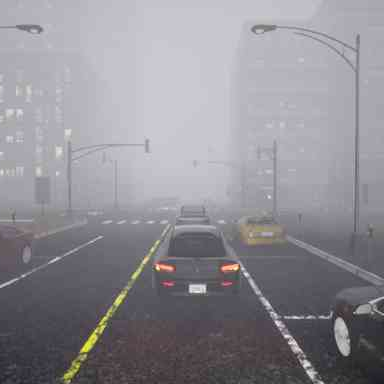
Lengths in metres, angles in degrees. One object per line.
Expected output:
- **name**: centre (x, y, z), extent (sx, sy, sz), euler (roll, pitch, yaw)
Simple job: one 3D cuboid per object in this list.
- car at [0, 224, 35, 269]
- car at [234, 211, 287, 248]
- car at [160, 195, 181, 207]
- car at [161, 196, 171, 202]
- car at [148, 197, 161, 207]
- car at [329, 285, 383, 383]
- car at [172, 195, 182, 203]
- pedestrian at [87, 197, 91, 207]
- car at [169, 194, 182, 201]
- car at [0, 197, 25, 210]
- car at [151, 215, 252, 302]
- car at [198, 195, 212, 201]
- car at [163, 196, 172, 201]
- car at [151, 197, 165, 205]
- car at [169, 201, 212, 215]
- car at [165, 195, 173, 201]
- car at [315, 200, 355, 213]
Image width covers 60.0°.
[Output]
- **car**: centre (-5.849, 1.542, 8.787), extent (1.887, 1.381, 4.507), euler (-1, 0, 0)
- **car**: centre (2.778, 1.521, 14.561), extent (1.752, 1.417, 4.829), euler (-1, 0, 0)
- **car**: centre (-3.194, 1.536, 50.397), extent (2.033, 1.411, 5.357), euler (0, 0, 0)
- **car**: centre (-5.854, 1.531, 74.946), extent (1.887, 1.381, 4.507), euler (-1, 0, 0)
- **car**: centre (-5.808, 1.514, 52.159), extent (1.752, 1.417, 4.829), euler (-1, 0, 0)
- **car**: centre (2.802, 1.550, 3.102), extent (2.008, 1.369, 4.403), euler (-1, 0, 0)
- **car**: centre (-3.142, 1.487, 70.545), extent (1.837, 1.490, 4.892), euler (0, 0, 0)
- **pedestrian**: centre (-12.631, 1.200, 40.837), extent (0.375, 1.300, 0.375), euler (0, 0, 1)
- **car**: centre (-3.194, 1.479, 60.347), extent (2.128, 1.511, 4.902), euler (0, 0, 0)
- **car**: centre (-21.738, 1.275, 37.972), extent (4.829, 1.417, 1.752), euler (0, 0, 1)
- **car**: centre (0.083, 1.523, 8.109), extent (1.812, 1.442, 4.674), euler (0, 0, 0)
- **car**: centre (2.560, 1.539, 58.000), extent (2.008, 1.369, 4.403), euler (-1, 0, 0)
- **car**: centre (-5.865, 1.568, 80.601), extent (1.802, 1.307, 4.206), euler (-1, 0, 0)
- **car**: centre (-5.819, 1.554, 57.983), extent (1.947, 1.339, 4.313), euler (-1, 0, 0)
- **car**: centre (0.053, 1.487, 18.183), extent (2.128, 1.511, 4.902), euler (0, 0, 0)
- **car**: centre (-5.877, 1.530, 86.256), extent (1.887, 1.381, 4.507), euler (-1, 0, 0)
- **car**: centre (16.238, 1.623, 37.552), extent (4.403, 1.369, 2.008), euler (0, 0, 1)
